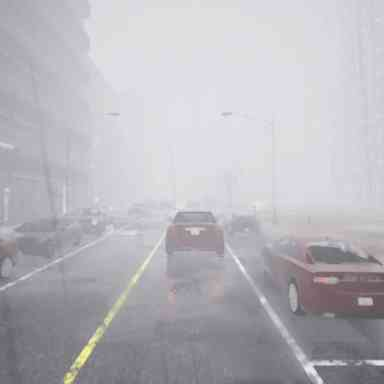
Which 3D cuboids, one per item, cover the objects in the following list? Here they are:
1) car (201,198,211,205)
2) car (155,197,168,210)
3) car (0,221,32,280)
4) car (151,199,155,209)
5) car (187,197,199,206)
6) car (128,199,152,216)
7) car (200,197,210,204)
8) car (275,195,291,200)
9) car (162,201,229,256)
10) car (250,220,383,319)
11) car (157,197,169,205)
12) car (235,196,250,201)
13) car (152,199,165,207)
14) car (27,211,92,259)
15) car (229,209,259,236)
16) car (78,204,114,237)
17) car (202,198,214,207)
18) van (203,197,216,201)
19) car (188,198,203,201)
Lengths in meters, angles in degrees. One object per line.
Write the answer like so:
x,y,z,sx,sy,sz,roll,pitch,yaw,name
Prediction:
2.878,1.889,68.680,2.008,1.369,4.403,1,0,0,car
-2.972,1.470,40.798,1.994,1.385,4.181,0,0,0,car
-5.675,1.582,7.420,1.887,1.381,4.507,1,0,0,car
-5.650,1.668,46.408,1.967,1.590,4.097,1,0,0,car
0.141,1.796,62.187,2.128,1.511,4.902,0,0,0,car
-5.656,1.755,35.269,1.802,1.307,4.206,1,0,0,car
2.882,1.917,74.250,2.008,1.369,4.403,1,0,0,car
24.821,1.623,90.789,4.097,1.590,1.967,0,-1,0,car
0.078,1.418,13.524,2.097,1.767,4.553,0,0,-1,car
2.705,1.581,7.413,1.887,1.381,4.507,1,0,0,car
-5.761,1.768,66.451,1.967,1.590,4.097,1,0,0,car
13.767,1.852,90.874,4.206,1.307,1.802,0,-1,0,car
-5.719,1.865,57.546,1.802,1.307,4.206,1,0,0,car
-5.671,1.630,12.990,1.947,1.339,4.313,1,0,0,car
2.713,1.641,18.552,2.008,1.369,4.403,1,0,0,car
-5.665,1.531,18.560,1.967,1.590,4.097,1,0,0,car
2.825,1.830,58.250,1.887,1.381,4.507,1,0,0,car
2.766,1.585,49.790,1.690,1.788,3.998,1,0,0,van
0.132,1.699,45.326,1.882,1.535,5.008,0,0,0,car
